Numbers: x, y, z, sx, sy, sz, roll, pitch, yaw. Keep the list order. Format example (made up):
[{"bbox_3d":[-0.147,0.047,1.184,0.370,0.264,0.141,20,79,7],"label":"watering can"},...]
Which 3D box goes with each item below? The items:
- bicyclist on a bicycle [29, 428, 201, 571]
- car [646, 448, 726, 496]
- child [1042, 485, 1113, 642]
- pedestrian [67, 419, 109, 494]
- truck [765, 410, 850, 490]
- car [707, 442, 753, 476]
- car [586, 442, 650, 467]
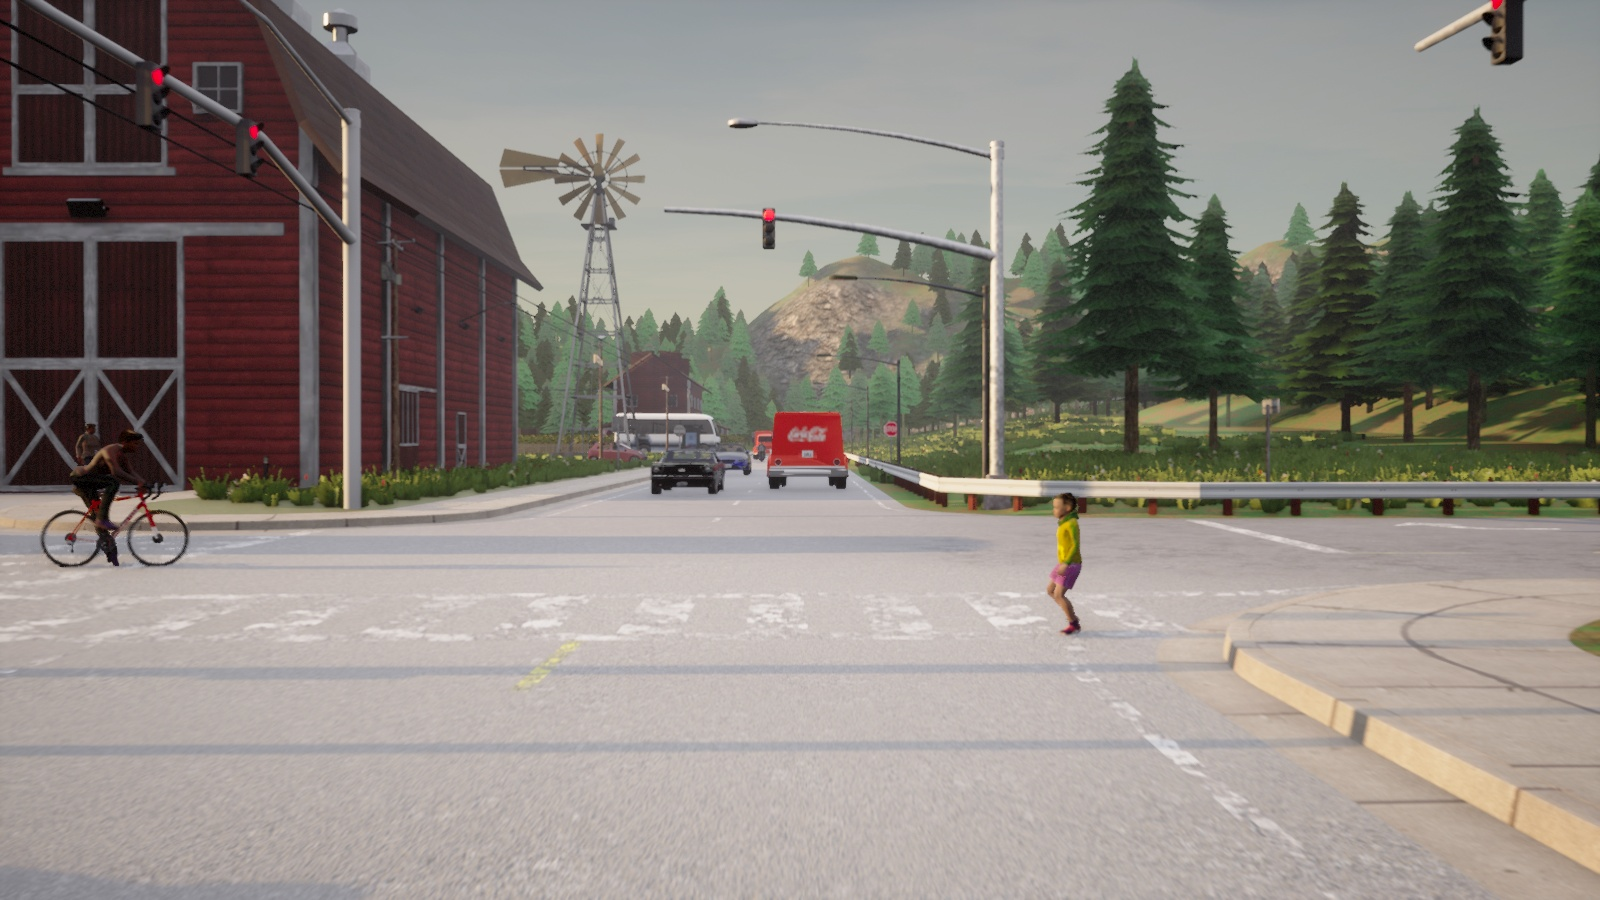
[{"bbox_3d":[-7.995,0.572,14.703,1.656,1.620,0.582,0,0,-8],"label":"bicyclist on a bicycle"},{"bbox_3d":[-3.275,0.603,36.984,1.895,1.301,4.718,0,0,0],"label":"car"},{"bbox_3d":[2.099,0.851,9.510,0.473,1.160,0.299,0,0,1],"label":"child"},{"bbox_3d":[-17.063,0.153,30.091,0.869,1.805,0.328,0,0,11],"label":"pedestrian"},{"bbox_3d":[0.251,-0.012,41.524,2.627,2.467,5.204,0,0,0],"label":"truck"},{"bbox_3d":[-3.159,0.383,57.358,1.816,1.474,4.193,0,0,0],"label":"car"},{"bbox_3d":[-11.182,0.247,77.200,3.633,1.501,1.845,0,0,3],"label":"car"}]
